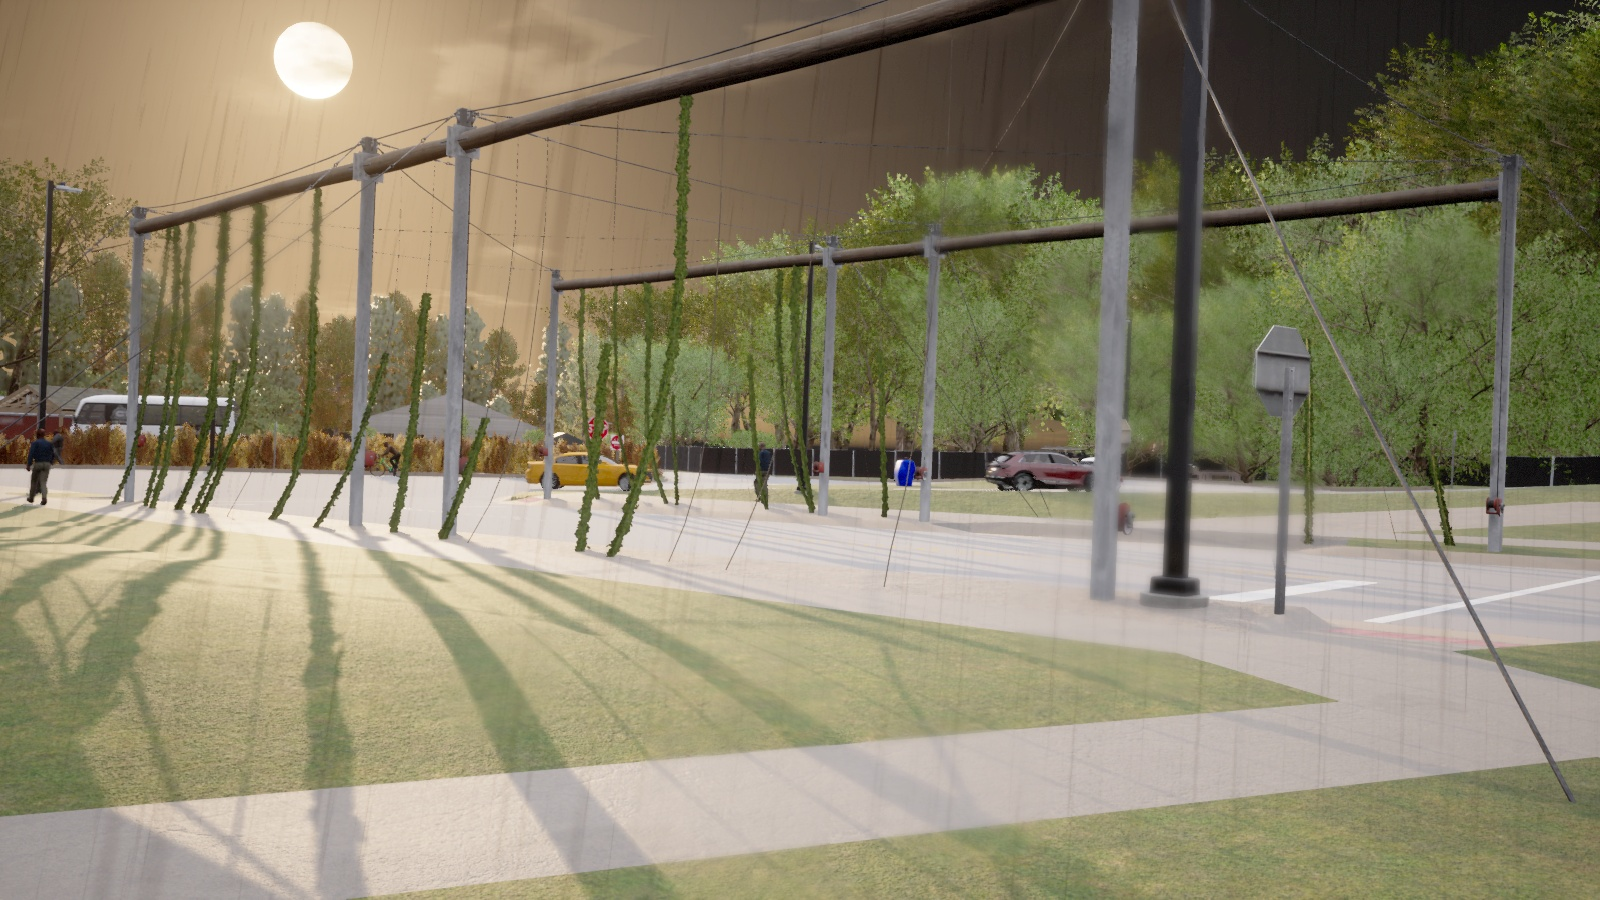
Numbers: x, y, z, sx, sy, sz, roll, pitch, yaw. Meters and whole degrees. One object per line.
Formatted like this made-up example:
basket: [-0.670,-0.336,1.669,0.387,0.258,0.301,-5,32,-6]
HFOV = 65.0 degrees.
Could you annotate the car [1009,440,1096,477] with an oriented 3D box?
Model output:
car: [13.151,0.412,65.665,1.932,1.855,4.605,-1,1,-29]

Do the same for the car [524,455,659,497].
car: [-8.236,1.012,49.801,5.008,1.535,1.882,-1,0,0]

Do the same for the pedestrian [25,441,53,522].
pedestrian: [-17.637,0.715,29.102,0.726,1.835,0.370,1,0,44]

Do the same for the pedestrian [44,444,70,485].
pedestrian: [-34.491,0.677,58.306,0.849,1.883,0.563,1,0,-8]

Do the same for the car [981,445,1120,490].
car: [9.596,0.633,48.209,4.856,1.649,2.033,0,1,-14]

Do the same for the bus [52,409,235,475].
bus: [-43.689,-0.560,84.040,10.273,4.253,3.944,0,1,-18]

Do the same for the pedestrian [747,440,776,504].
pedestrian: [-1.128,0.648,36.769,0.726,1.842,0.402,1,0,43]
